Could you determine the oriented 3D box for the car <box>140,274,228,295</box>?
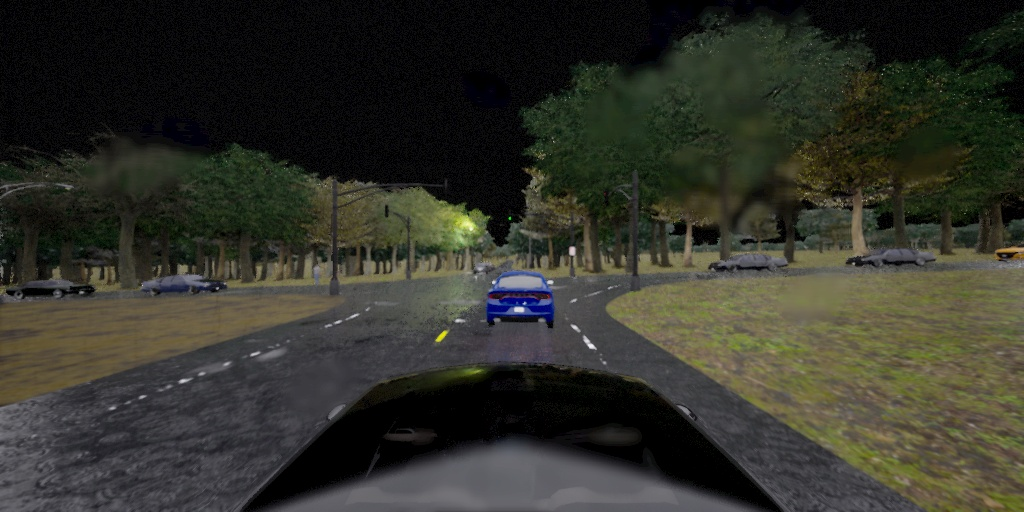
[{"bbox_3d":[-23.582,2.026,25.835,5.357,1.411,2.033,-2,-1,6],"label":"car"}]

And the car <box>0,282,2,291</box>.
[{"bbox_3d":[-47.090,2.507,30.481,5.566,2.045,2.150,-2,-1,2],"label":"car"}]

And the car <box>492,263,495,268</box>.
[{"bbox_3d":[-4.318,1.802,57.807,2.128,1.511,4.902,0,-1,-1],"label":"car"}]

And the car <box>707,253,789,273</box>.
[{"bbox_3d":[18.287,0.517,27.885,5.357,1.411,2.033,-2,-1,2],"label":"car"}]

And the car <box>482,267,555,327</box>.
[{"bbox_3d":[0.334,1.227,11.678,1.882,1.535,5.008,0,0,3],"label":"car"}]

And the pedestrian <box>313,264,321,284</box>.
[{"bbox_3d":[-18.056,1.654,33.190,0.375,1.860,0.375,0,1,2],"label":"pedestrian"}]

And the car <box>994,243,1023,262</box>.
[{"bbox_3d":[39.747,-0.385,27.055,5.008,1.535,1.882,-2,-1,2],"label":"car"}]

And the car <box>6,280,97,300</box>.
[{"bbox_3d":[-33.506,2.416,26.216,4.718,1.301,1.895,-2,-1,2],"label":"car"}]

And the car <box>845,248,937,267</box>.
[{"bbox_3d":[28.928,0.098,27.477,5.357,1.411,2.033,-2,-1,3],"label":"car"}]

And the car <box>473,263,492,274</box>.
[{"bbox_3d":[-4.142,1.642,48.421,2.128,1.511,4.902,0,-1,-1],"label":"car"}]
